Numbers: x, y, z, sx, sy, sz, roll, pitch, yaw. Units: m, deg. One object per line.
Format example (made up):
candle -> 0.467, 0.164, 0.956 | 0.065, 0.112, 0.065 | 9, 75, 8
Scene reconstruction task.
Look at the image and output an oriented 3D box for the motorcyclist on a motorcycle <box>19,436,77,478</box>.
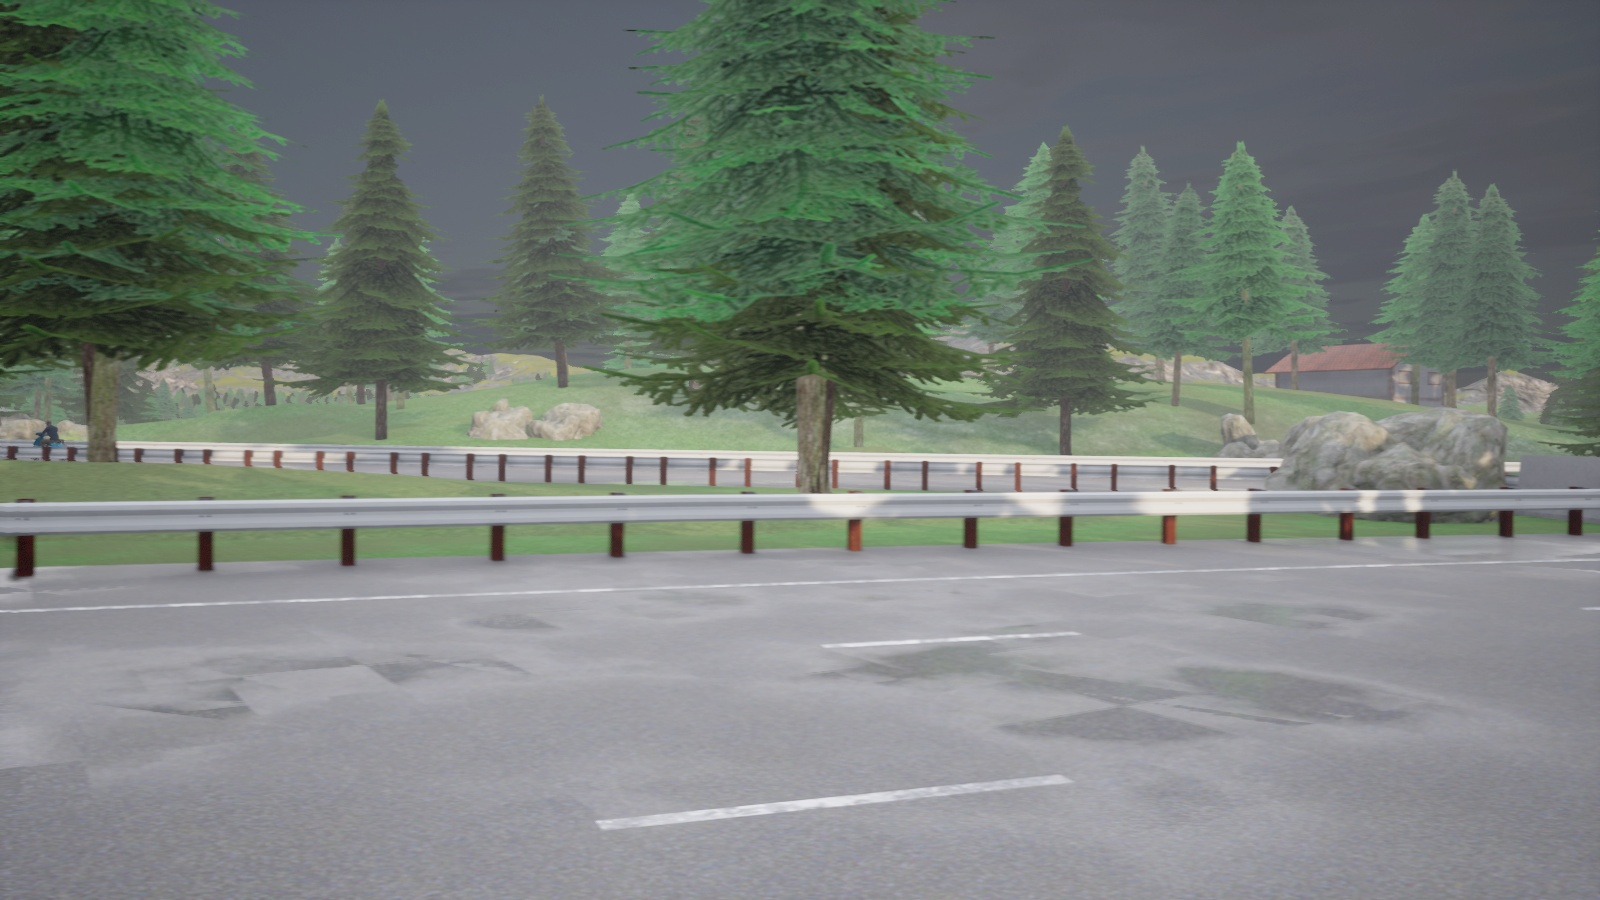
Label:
motorcyclist on a motorcycle -> -28.908, 0.274, 48.279 | 1.817, 1.590, 0.866 | 0, 1, 17
